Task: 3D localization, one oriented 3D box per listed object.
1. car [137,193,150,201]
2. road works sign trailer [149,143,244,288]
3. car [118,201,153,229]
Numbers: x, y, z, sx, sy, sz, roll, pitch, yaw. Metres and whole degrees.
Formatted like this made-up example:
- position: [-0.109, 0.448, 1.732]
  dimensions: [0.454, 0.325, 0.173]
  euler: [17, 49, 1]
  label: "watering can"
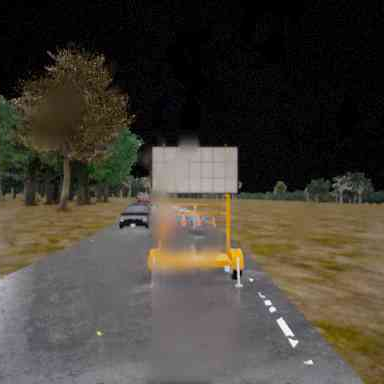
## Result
- position: [-9.114, 1.210, 62.687]
  dimensions: [2.150, 2.045, 5.566]
  euler: [0, 0, -12]
  label: "car"
- position: [0.077, 0.459, 9.244]
  dimensions: [2.380, 3.560, 2.880]
  euler: [0, 0, -2]
  label: "road works sign trailer"
- position: [-3.529, 1.534, 21.746]
  dimensions: [2.033, 1.411, 5.357]
  euler: [0, 0, -3]
  label: "car"
